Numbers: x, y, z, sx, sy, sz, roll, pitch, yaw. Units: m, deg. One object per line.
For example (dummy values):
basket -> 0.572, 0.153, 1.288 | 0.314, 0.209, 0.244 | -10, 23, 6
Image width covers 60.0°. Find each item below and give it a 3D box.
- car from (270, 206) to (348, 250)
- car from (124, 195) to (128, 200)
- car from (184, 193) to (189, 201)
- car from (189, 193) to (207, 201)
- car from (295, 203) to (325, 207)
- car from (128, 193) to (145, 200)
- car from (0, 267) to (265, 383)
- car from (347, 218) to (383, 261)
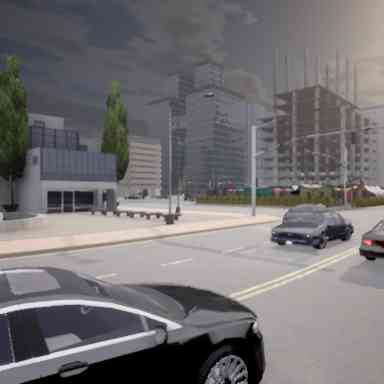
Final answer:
car -> 5.507, 1.550, 14.681 | 2.033, 1.411, 5.357 | 0, 0, 43
car -> -16.520, 1.166, 92.078 | 1.932, 1.855, 4.605 | 0, 0, 43
car -> -0.193, 1.168, 76.570 | 1.905, 1.878, 3.866 | 0, 0, 43
car -> 1.900, 1.407, 74.570 | 1.970, 1.475, 3.806 | 0, 0, 43
car -> 7.840, 1.528, 22.402 | 1.837, 1.490, 4.892 | 0, 0, 42
car -> -14.457, 1.169, 90.047 | 1.905, 1.878, 3.866 | 0, 0, 43
car -> -1.396, 1.492, 3.036 | 4.902, 1.511, 2.128 | 0, 0, -37
car -> 7.372, 1.550, 11.378 | 2.033, 1.411, 5.357 | 0, 0, 43
